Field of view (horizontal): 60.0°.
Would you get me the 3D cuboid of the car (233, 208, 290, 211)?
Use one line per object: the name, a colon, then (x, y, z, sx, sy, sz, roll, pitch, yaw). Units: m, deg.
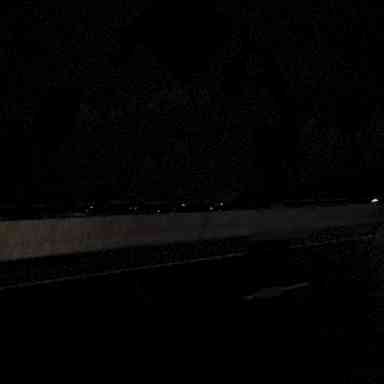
car: (4.893, 1.318, 24.136, 5.357, 1.411, 2.033, 0, 1, -33)

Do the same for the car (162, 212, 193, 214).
car: (-0.551, 1.221, 28.930, 5.357, 1.411, 2.033, 0, 1, -33)
